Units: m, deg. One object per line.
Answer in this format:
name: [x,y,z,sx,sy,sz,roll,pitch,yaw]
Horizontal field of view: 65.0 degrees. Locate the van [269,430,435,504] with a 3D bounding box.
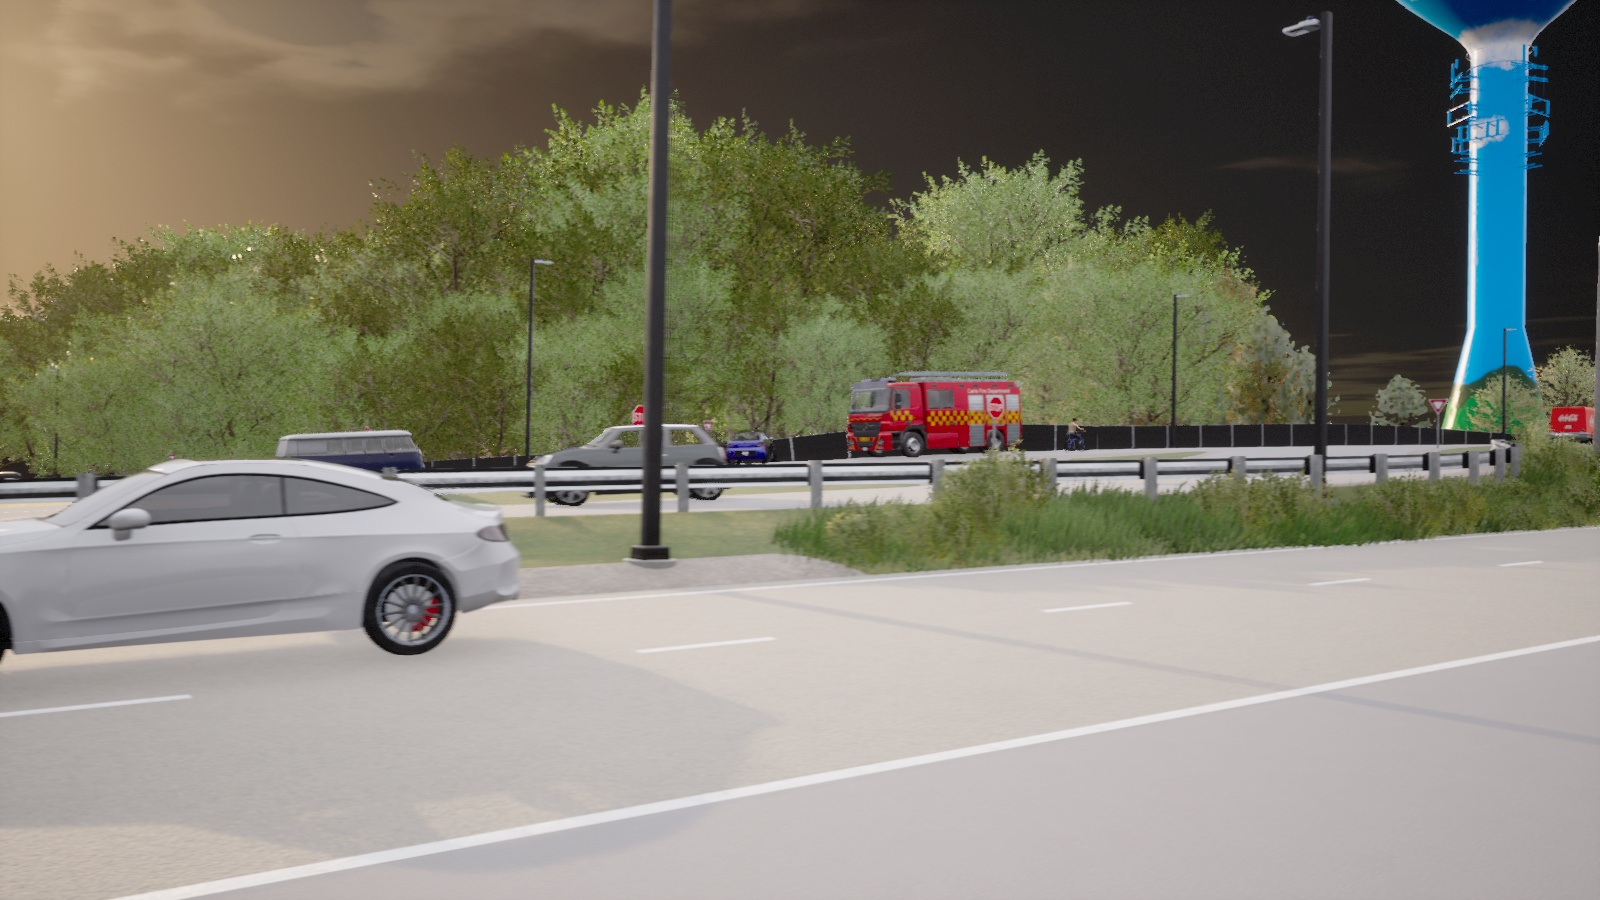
van: [-13.802,0.478,38.813,4.442,1.987,1.775,-3,2,-34]

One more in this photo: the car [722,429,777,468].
car: [-2.066,-0.106,52.455,1.816,1.474,4.193,-2,1,4]

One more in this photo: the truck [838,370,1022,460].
truck: [6.035,-1.648,57.466,8.468,3.827,2.891,-3,1,-36]

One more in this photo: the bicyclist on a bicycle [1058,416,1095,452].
bicyclist on a bicycle: [12.747,-0.737,57.920,1.509,1.612,0.866,-2,1,-35]

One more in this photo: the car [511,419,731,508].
car: [-3.418,0.245,23.787,3.806,1.475,1.970,-2,0,-18]

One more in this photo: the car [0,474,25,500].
car: [-51.770,2.407,82.046,1.851,1.617,3.988,0,-1,-33]

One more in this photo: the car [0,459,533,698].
car: [-4.491,0.798,9.061,4.674,1.442,1.812,0,0,-35]
